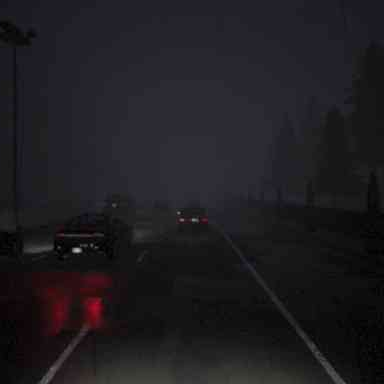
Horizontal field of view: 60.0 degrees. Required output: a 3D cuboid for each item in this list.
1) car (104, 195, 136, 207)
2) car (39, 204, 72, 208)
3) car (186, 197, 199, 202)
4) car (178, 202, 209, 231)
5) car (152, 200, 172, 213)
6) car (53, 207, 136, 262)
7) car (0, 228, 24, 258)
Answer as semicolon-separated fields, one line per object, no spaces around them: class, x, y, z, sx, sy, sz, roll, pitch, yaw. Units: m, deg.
car;-6.907;1.265;32.205;2.150;2.045;5.566;0;0;0
car;-14.083;1.593;34.646;2.033;1.411;5.357;0;0;0
car;0.088;1.543;49.606;1.882;1.535;5.008;0;0;0
car;0.094;1.575;20.563;2.033;1.411;5.357;0;0;0
car;-3.405;1.575;37.382;1.812;1.442;4.674;0;0;0
car;-3.402;1.508;12.254;2.128;1.511;4.902;0;0;0
car;-6.901;1.538;9.897;1.812;1.442;4.674;0;0;0
